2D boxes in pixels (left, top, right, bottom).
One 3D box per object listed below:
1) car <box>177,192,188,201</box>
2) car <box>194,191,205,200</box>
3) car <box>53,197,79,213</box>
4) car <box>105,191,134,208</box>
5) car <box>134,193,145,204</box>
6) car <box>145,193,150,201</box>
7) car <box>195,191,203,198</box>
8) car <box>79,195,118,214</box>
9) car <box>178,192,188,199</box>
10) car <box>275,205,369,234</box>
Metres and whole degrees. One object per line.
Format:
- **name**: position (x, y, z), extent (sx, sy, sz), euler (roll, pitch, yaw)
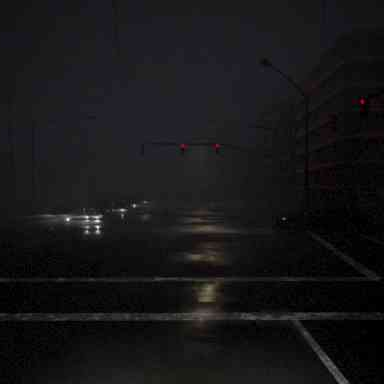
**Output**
- **car**: position (-1.958, 0.917, 65.208), extent (2.033, 1.411, 5.357), euler (0, 1, 1)
- **car**: position (1.452, 0.711, 65.726), extent (2.097, 1.767, 4.553), euler (0, 1, 1)
- **car**: position (-13.020, 1.346, 35.392), extent (1.882, 1.535, 5.008), euler (0, 1, 1)
- **car**: position (-9.418, 1.106, 43.368), extent (2.097, 1.767, 4.553), euler (0, 1, 1)
- **car**: position (-9.299, 1.132, 53.013), extent (2.033, 1.411, 5.357), euler (0, 1, 1)
- **car**: position (-9.117, 0.948, 63.548), extent (2.033, 1.411, 5.357), euler (0, 1, 1)
- **car**: position (1.574, 0.609, 75.772), extent (1.837, 1.490, 4.892), euler (0, 1, 1)
- **car**: position (-9.532, 1.369, 34.327), extent (2.128, 1.511, 4.902), euler (0, 1, 1)
- **car**: position (-1.924, 0.741, 75.859), extent (2.033, 1.411, 5.357), euler (0, 1, 1)
- **car**: position (7.174, 1.480, 18.617), extent (4.902, 1.511, 2.128), euler (1, 0, 9)
